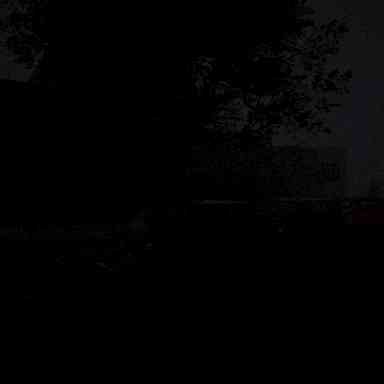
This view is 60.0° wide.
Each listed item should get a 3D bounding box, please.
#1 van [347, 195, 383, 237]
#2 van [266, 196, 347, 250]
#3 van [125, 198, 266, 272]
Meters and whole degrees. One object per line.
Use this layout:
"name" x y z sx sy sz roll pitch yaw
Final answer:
"van" 8.669 1.209 17.591 4.442 1.987 1.878 1 1 -41
"van" 4.421 1.200 13.954 4.442 1.987 1.878 1 1 -41
"van" 0.066 1.202 10.466 4.442 1.987 1.878 1 1 -39
